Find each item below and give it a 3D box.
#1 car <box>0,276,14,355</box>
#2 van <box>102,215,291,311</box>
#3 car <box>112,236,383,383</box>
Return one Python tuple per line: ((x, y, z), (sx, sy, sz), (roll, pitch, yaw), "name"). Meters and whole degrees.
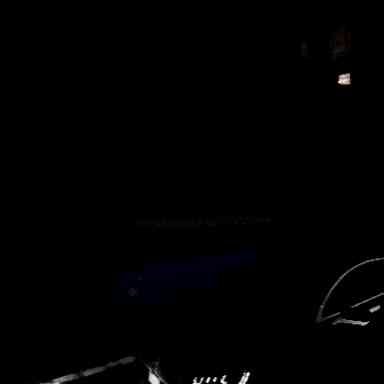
((-4.292, 1.549, 3.499), (4.313, 1.339, 1.947), (1, 0, -36), "car")
((0.309, 1.386, 6.781), (3.998, 1.788, 1.690), (1, 0, -35), "van")
((1.624, 1.547, 4.536), (4.892, 1.490, 1.837), (1, 0, -35), "car")
